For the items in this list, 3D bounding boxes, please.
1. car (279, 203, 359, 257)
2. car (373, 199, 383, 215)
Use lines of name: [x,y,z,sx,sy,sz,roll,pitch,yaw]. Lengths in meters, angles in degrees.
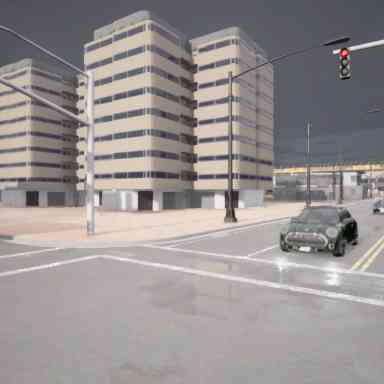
car: [5.112,1.345,13.092,2.097,1.767,4.553,0,0,35]
car: [19.239,1.493,33.065,2.128,1.511,4.902,0,0,35]
